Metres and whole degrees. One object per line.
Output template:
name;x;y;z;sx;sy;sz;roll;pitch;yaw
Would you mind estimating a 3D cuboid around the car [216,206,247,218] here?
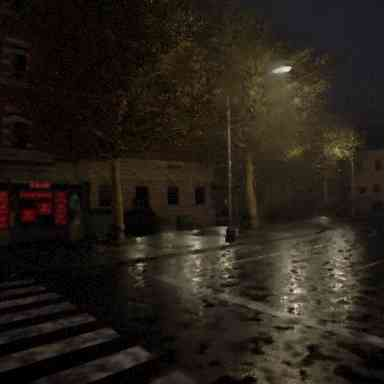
car;4.837;2.540;42.668;2.033;1.411;5.357;0;-2;-40
